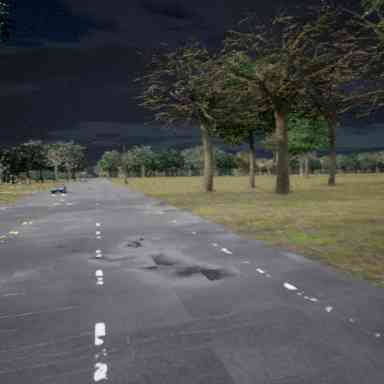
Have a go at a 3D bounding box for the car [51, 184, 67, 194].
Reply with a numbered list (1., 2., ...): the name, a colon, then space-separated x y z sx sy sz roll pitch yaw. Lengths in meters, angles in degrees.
1. car: -19.374 -0.448 48.581 2.033 1.411 5.357 -3 4 -16
